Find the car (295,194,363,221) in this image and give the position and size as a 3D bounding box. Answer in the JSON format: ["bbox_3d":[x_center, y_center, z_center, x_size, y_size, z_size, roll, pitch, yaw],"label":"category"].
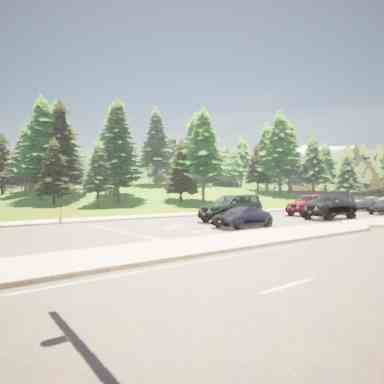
[{"bbox_3d":[11.267,1.226,27.150,5.566,2.045,2.150,0,0,-36],"label":"car"}]

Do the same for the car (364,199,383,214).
[{"bbox_3d":[19.565,1.506,33.332,4.674,1.442,1.812,0,0,-36],"label":"car"}]

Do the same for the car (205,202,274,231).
[{"bbox_3d":[3.252,1.588,21.143,4.181,1.385,1.994,0,0,-37],"label":"car"}]

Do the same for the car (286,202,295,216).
[{"bbox_3d":[11.308,1.231,31.530,5.566,2.045,2.150,0,0,-35],"label":"car"}]

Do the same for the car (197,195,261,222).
[{"bbox_3d":[3.038,1.253,25.360,5.566,2.045,2.150,0,0,-37],"label":"car"}]
